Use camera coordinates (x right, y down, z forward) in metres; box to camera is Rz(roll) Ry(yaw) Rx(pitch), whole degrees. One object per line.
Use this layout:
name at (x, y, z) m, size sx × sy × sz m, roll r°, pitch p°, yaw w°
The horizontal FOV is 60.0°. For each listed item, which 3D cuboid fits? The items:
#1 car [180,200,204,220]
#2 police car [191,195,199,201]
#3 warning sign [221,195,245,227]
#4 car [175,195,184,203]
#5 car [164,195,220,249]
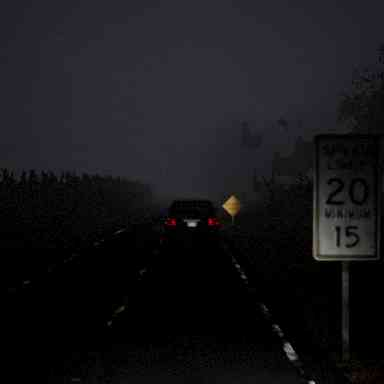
car at (0.000, 1.499, 29.651) m, size 1.882 × 1.535 × 5.008 m, roll 0°, pitch 0°, yaw 0°
police car at (0.825, 1.577, 90.019) m, size 1.930 × 1.638 × 5.238 m, roll 0°, pitch 0°, yaw 0°
warning sign at (2.454, 1.119, 19.903) m, size 1.300 × 1.860 × 1.060 m, roll 0°, pitch 0°, yaw 0°
car at (-2.749, 1.576, 75.942) m, size 1.882 × 1.535 × 5.008 m, roll 0°, pitch 0°, yaw 0°
car at (0.000, 1.260, 14.681) m, size 2.150 × 2.045 × 5.566 m, roll 0°, pitch 0°, yaw 0°
